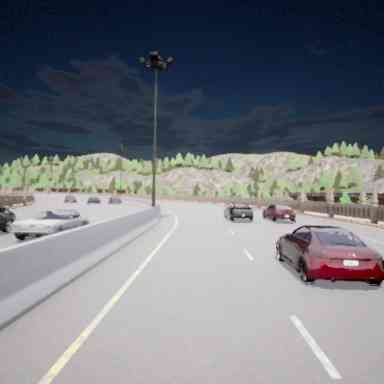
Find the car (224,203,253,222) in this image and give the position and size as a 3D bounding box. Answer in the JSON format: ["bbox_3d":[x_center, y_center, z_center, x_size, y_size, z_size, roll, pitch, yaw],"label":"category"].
[{"bbox_3d":[3.913,1.646,28.494,2.128,1.511,4.902,1,0,-3],"label":"car"}]

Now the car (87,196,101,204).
[{"bbox_3d":[-16.585,1.384,56.328,1.994,1.385,4.181,1,0,-21],"label":"car"}]

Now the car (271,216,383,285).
[{"bbox_3d":[3.862,1.668,9.931,1.994,1.385,4.181,1,0,2],"label":"car"}]

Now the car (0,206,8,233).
[{"bbox_3d":[-10.190,1.343,15.563,1.837,1.490,4.892,1,0,1],"label":"car"}]

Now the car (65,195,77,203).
[{"bbox_3d":[-21.696,1.250,59.447,1.812,1.442,4.674,1,0,-24],"label":"car"}]

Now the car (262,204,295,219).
[{"bbox_3d":[7.418,1.751,28.623,1.812,1.442,4.674,1,0,-3],"label":"car"}]

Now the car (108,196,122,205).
[{"bbox_3d":[-13.395,1.413,57.849,1.812,1.442,4.674,1,0,-21],"label":"car"}]

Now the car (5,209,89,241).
[{"bbox_3d":[-6.656,1.511,16.156,1.895,1.301,4.718,1,0,1],"label":"car"}]
